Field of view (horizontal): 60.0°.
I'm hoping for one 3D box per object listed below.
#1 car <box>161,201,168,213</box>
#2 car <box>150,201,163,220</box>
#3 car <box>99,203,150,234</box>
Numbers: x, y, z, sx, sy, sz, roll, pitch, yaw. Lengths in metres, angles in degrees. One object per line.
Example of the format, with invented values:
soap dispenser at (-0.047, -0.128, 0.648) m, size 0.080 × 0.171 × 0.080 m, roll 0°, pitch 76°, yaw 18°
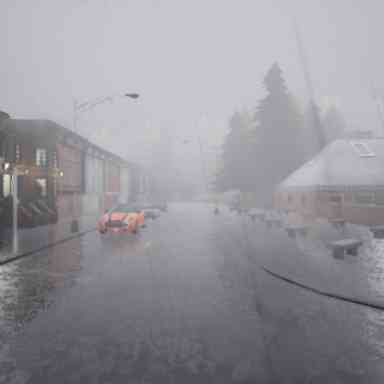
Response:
car at (-4.024, 1.779, 40.975) m, size 1.994 × 1.385 × 4.181 m, roll 0°, pitch 0°, yaw 0°
car at (-4.062, 1.760, 29.917) m, size 1.895 × 1.301 × 4.718 m, roll 0°, pitch 0°, yaw 0°
car at (-4.078, 1.459, 20.063) m, size 2.097 × 1.767 × 4.553 m, roll 0°, pitch 0°, yaw 0°
